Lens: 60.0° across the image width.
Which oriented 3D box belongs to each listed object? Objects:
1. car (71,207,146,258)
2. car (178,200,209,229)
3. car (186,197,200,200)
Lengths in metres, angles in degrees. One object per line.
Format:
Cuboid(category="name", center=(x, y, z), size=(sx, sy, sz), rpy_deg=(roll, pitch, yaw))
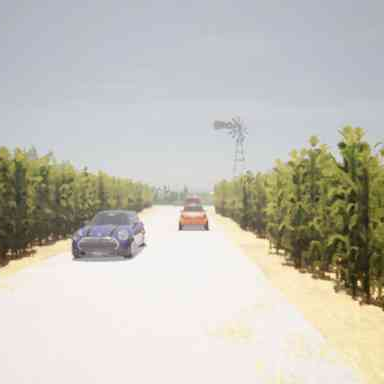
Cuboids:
Cuboid(category="car", center=(-3.167, 1.538, 13.463), size=(2.097, 1.767, 4.553), rpy_deg=(0, -1, 0))
Cuboid(category="car", center=(0.112, 1.707, 24.559), size=(2.097, 1.767, 4.553), rpy_deg=(0, -1, 0))
Cuboid(category="car", center=(0.111, 1.667, 42.729), size=(2.150, 2.045, 5.566), rpy_deg=(0, 0, 1))
